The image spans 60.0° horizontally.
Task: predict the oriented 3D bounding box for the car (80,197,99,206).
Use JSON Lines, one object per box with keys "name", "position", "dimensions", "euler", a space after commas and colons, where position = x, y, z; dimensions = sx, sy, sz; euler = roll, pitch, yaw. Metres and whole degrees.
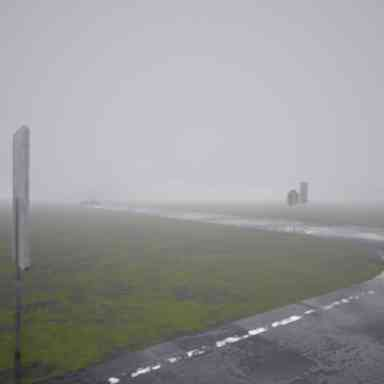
{"name": "car", "position": [-15.985, 1.433, 51.928], "dimensions": [1.994, 1.385, 4.181], "euler": [0, 0, -35]}
